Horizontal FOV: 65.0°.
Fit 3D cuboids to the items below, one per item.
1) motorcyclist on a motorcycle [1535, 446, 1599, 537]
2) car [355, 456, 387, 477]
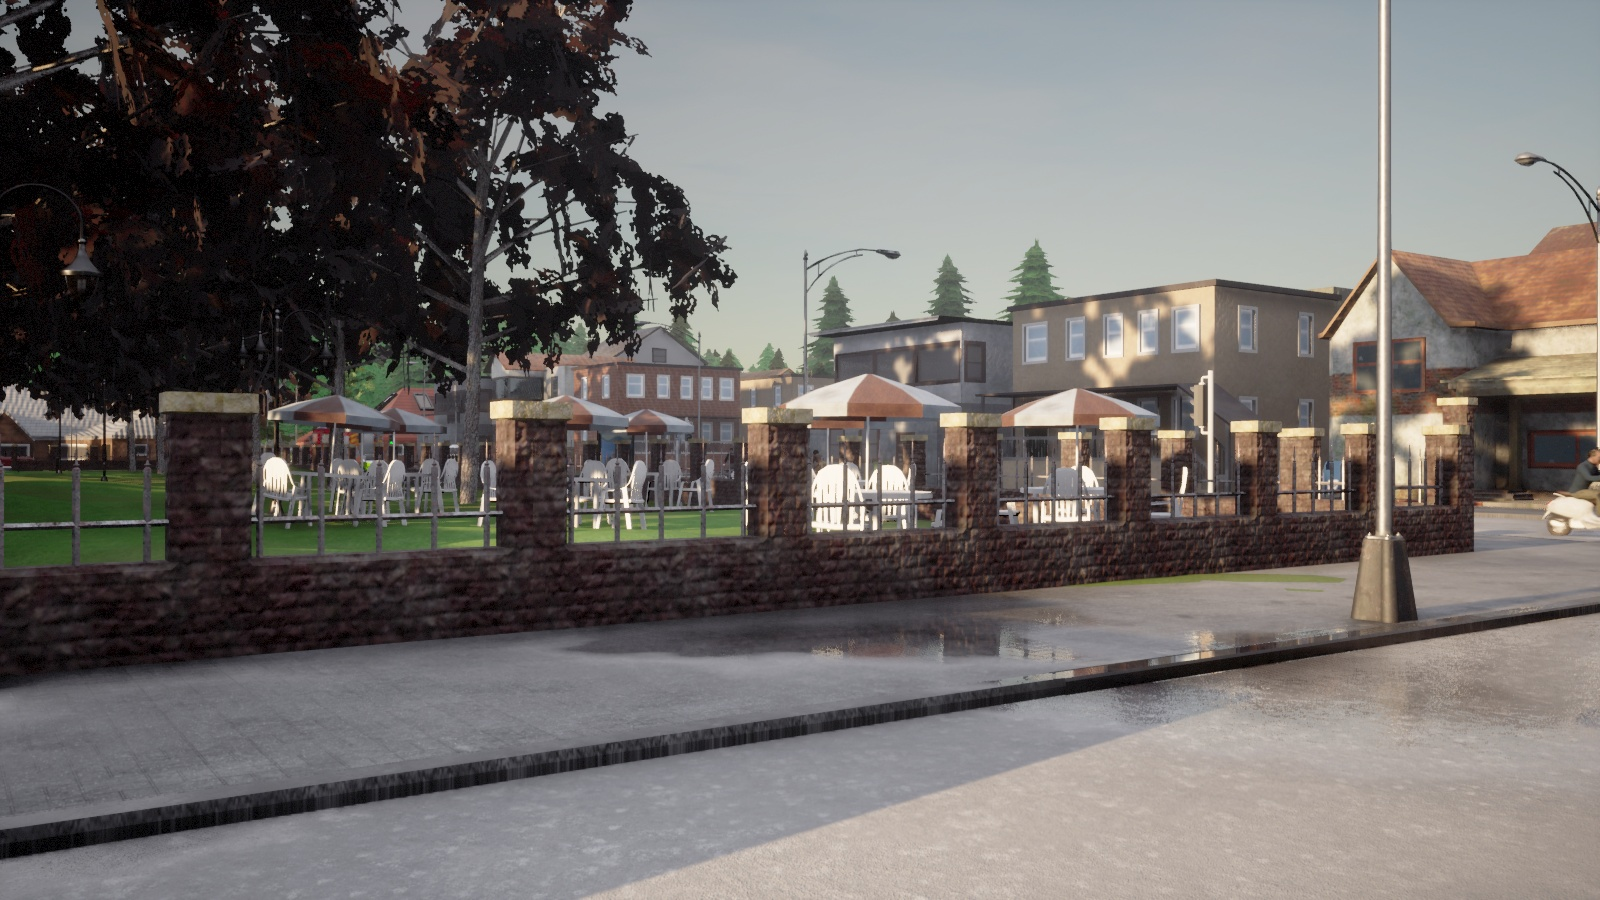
[{"bbox_3d":[14.207,0.723,22.288,0.866,1.590,1.817,0,0,-35],"label":"motorcyclist on a motorcycle"},{"bbox_3d":[-28.675,1.066,83.927,1.481,1.376,2.207,0,-1,-36],"label":"car"}]
